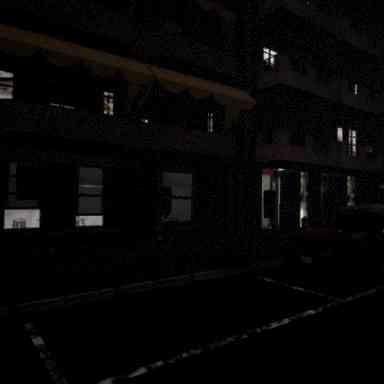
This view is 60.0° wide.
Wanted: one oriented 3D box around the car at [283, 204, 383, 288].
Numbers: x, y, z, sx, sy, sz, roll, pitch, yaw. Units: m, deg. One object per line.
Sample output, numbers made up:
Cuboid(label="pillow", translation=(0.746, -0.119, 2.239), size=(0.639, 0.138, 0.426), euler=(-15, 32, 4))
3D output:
Cuboid(label="car", translation=(4.828, 1.323, 9.514), size=(5.009, 1.841, 2.192), euler=(0, 1, -35))
